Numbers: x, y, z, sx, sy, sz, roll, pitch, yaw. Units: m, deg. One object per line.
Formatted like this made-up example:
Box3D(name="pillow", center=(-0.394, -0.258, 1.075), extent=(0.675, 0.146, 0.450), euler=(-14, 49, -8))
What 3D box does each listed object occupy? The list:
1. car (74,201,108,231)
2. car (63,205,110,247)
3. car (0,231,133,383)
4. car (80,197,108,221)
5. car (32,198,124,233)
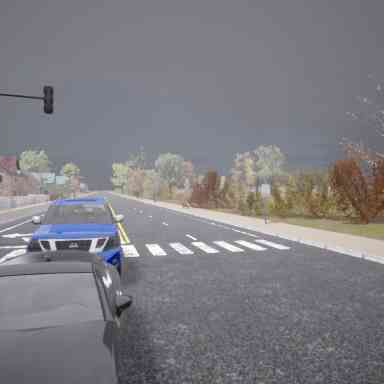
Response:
Box3D(name="car", center=(-6.535, 1.468, 21.856), extent=(1.882, 1.535, 5.008), euler=(0, 0, -15))
Box3D(name="car", center=(-4.986, 1.499, 16.106), extent=(1.837, 1.490, 4.892), euler=(0, 0, -15))
Box3D(name="car", center=(-1.729, 1.524, 3.934), extent=(1.812, 1.442, 4.674), euler=(0, 0, -13))
Box3D(name="car", center=(-8.077, 1.338, 27.595), extent=(2.097, 1.767, 4.553), euler=(0, 0, -15))
Box3D(name="car", center=(-3.348, 1.218, 10.028), extent=(2.150, 2.045, 5.566), euler=(0, 0, -15))
